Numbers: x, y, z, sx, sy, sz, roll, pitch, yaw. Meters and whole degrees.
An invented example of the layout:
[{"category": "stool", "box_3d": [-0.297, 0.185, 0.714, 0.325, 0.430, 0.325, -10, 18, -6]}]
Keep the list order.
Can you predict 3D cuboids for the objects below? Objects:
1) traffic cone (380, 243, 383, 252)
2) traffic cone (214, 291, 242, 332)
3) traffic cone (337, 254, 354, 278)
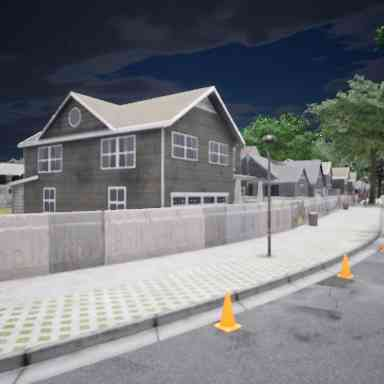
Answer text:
[{"category": "traffic cone", "box_3d": [7.213, 1.931, 12.383, 0.340, 0.580, 0.340, 0, 0, 39]}, {"category": "traffic cone", "box_3d": [0.594, 1.949, 5.541, 0.340, 0.580, 0.340, 0, 0, -41]}, {"category": "traffic cone", "box_3d": [4.066, 1.940, 8.805, 0.340, 0.580, 0.340, 0, 0, 44]}]
